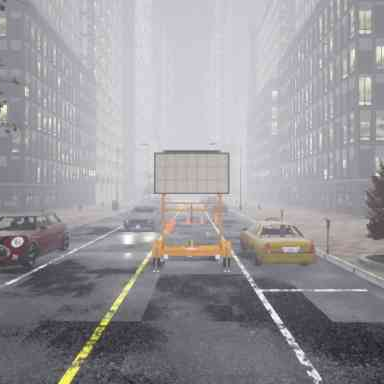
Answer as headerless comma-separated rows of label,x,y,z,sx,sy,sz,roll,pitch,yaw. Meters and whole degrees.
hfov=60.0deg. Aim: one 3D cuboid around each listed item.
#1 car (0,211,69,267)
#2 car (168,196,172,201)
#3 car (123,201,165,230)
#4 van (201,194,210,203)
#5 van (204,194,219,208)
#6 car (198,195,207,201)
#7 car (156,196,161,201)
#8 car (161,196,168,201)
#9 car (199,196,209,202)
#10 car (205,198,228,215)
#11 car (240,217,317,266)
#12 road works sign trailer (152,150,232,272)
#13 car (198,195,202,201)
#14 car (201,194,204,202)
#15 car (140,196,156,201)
car,-5.702,1.439,11.162,1.967,1.590,4.097,0,0,0
car,-5.743,1.534,79.465,1.947,1.339,4.313,0,0,0
car,-3.014,1.544,21.256,2.033,1.411,5.357,0,0,0
van,2.644,1.318,68.073,1.690,1.788,3.998,0,0,0
van,2.661,1.332,39.612,1.690,1.788,3.998,0,0,0
car,2.635,1.514,85.150,2.008,1.369,4.403,0,0,0
car,-5.722,1.571,45.314,1.802,1.307,4.206,0,0,0
car,-5.730,1.424,56.698,1.967,1.590,4.097,0,0,0
car,2.641,1.517,73.765,1.887,1.381,4.507,0,0,0
car,2.665,1.558,33.919,1.947,1.339,4.313,0,0,0
car,2.679,1.524,11.322,1.752,1.417,4.829,0,0,0
road works sign trailer,-0.008,0.463,10.729,2.380,3.560,2.880,0,0,0
car,2.648,1.562,62.380,1.802,1.307,4.206,0,0,0
car,2.658,1.429,45.305,1.967,1.590,4.097,0,0,0
car,-5.719,1.516,39.452,1.752,1.417,4.829,0,0,0
